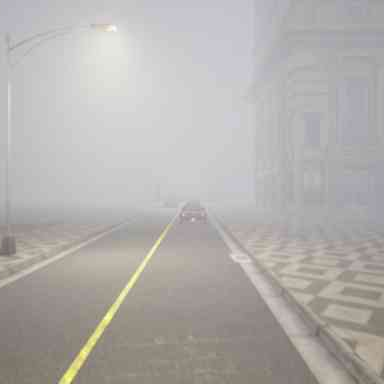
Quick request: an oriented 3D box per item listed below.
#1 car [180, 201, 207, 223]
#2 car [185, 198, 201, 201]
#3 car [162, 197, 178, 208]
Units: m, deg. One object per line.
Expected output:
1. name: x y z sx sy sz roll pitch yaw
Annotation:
1. car: 0.096 1.591 24.948 1.895 1.301 4.718 0 0 0
2. car: 0.094 1.455 42.089 2.128 1.511 4.902 0 0 0
3. car: -3.015 1.463 46.326 1.837 1.490 4.892 0 0 0
